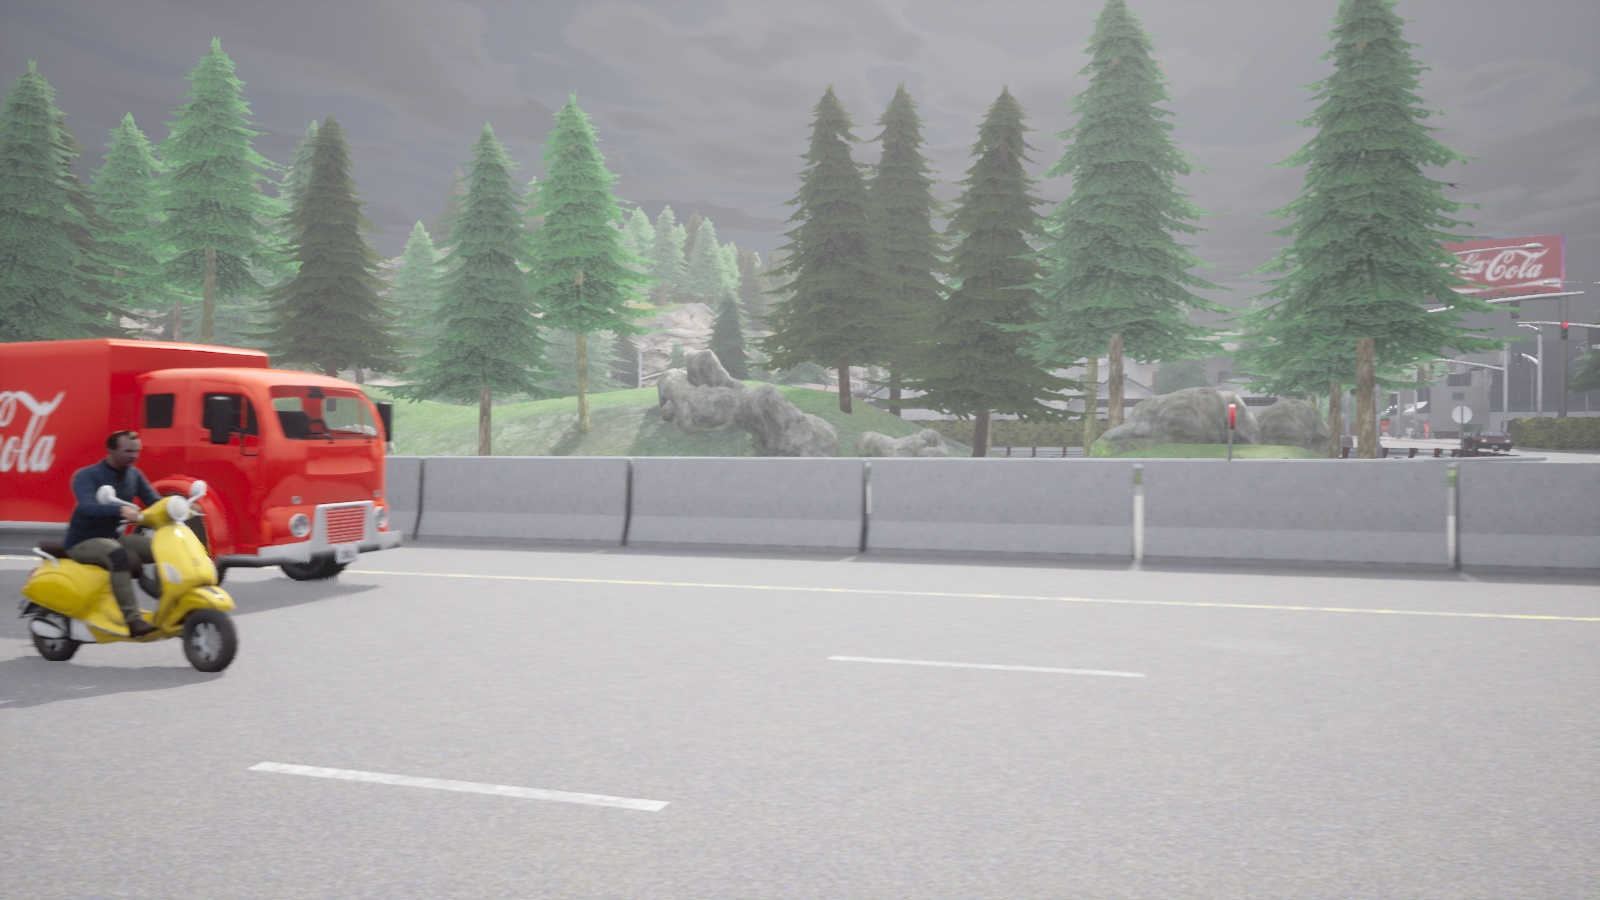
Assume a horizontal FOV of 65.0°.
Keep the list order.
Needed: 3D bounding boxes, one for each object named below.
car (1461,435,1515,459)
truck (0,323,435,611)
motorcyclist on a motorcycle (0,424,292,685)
[{"bbox_3d":[40.022,-0.206,73.200,1.895,1.301,4.718,2,1,18],"label":"car"},{"bbox_3d":[-6.738,0.109,12.840,5.204,2.467,2.627,1,1,19],"label":"truck"},{"bbox_3d":[-4.442,0.629,8.380,1.817,1.590,0.866,1,1,19],"label":"motorcyclist on a motorcycle"}]
